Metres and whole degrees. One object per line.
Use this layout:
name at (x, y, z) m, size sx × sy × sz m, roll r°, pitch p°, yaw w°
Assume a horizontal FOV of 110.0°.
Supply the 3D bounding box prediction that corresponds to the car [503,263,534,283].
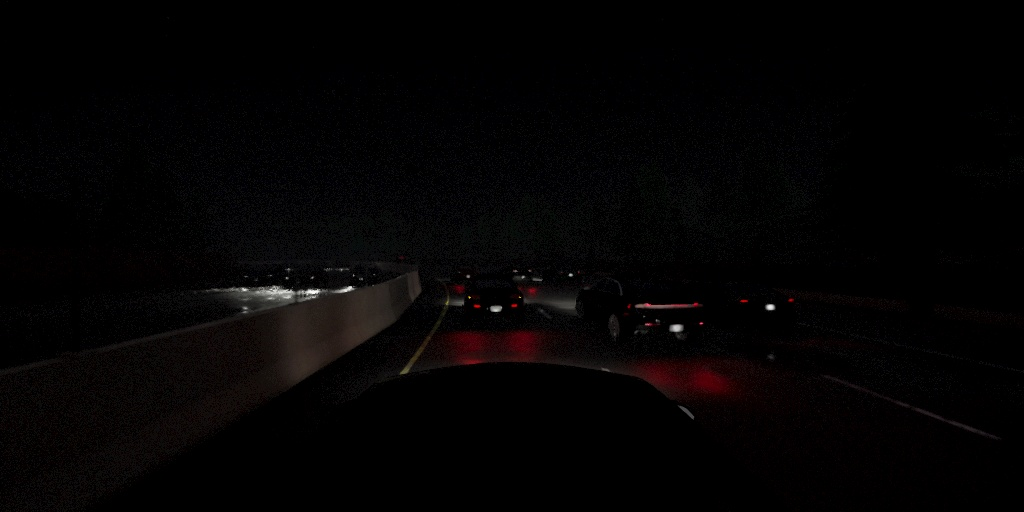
car at (0.181, 1.246, 26.994) m, size 2.128 × 1.511 × 4.902 m, roll 0°, pitch 0°, yaw -14°

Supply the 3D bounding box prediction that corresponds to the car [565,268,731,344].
car at (3.102, 1.231, 9.571) m, size 2.128 × 1.511 × 4.902 m, roll 0°, pitch 0°, yaw -4°

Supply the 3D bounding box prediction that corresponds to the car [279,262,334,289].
car at (-13.703, 1.333, 24.185) m, size 1.812 × 1.442 × 4.674 m, roll 0°, pitch 0°, yaw -15°

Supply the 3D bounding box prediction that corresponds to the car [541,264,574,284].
car at (3.680, 1.304, 27.364) m, size 1.994 × 1.385 × 4.181 m, roll 0°, pitch 0°, yaw -14°

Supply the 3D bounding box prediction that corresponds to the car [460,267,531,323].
car at (-0.680, 1.280, 12.161) m, size 1.812 × 1.442 × 4.674 m, roll 0°, pitch 0°, yaw -6°

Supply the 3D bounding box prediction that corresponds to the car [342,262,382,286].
car at (-10.663, 1.288, 26.248) m, size 2.128 × 1.511 × 4.902 m, roll 0°, pitch 0°, yaw -16°

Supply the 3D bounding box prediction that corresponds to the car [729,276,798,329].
car at (6.440, 1.291, 11.196) m, size 1.994 × 1.385 × 4.181 m, roll 0°, pitch 0°, yaw -5°

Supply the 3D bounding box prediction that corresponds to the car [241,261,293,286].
car at (-17.964, 1.350, 26.460) m, size 1.812 × 1.442 × 4.674 m, roll 0°, pitch 0°, yaw -17°

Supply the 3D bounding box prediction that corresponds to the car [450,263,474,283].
car at (-3.794, 1.295, 28.356) m, size 1.812 × 1.442 × 4.674 m, roll 0°, pitch 0°, yaw -15°
